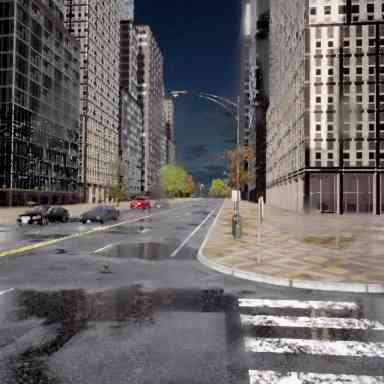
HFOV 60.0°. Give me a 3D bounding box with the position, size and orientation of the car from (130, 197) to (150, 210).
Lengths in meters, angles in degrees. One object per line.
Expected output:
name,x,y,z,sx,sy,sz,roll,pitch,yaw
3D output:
car,-8.003,1.759,52.052,2.150,2.045,5.566,0,-1,7

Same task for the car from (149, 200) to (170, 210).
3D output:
car,-4.729,2.058,52.091,2.128,1.511,4.902,0,-1,7

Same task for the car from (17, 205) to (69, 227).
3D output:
car,-11.004,1.733,24.882,2.128,1.511,4.902,0,-1,6

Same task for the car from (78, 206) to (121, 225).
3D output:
car,-7.451,1.849,27.546,2.033,1.411,5.357,0,-1,6
